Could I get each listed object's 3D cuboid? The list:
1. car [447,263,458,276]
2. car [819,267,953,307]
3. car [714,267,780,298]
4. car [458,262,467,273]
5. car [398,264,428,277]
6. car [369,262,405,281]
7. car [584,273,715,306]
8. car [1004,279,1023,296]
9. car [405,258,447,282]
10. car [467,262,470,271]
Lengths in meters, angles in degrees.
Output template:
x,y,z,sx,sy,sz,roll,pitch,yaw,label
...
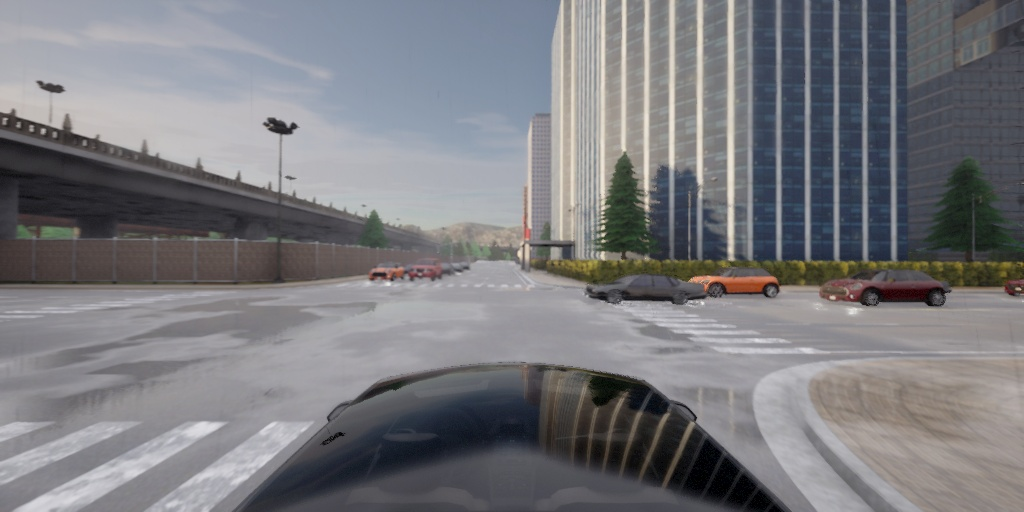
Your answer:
x,y,z,sx,sy,sz,roll,pitch,yaw,label
-8.018,1.586,43.013,1.882,1.535,5.008,0,-1,-1,car
17.520,1.417,17.138,4.553,1.767,2.097,0,-1,-1,car
12.541,1.420,20.542,4.553,1.767,2.097,0,-1,-1,car
-8.181,1.724,52.333,1.812,1.442,4.674,0,-1,-1,car
-11.490,1.626,42.194,2.033,1.411,5.357,0,-1,0,car
-11.328,1.338,32.730,2.097,1.767,4.553,0,-1,-1,car
6.210,1.529,16.912,5.357,1.411,2.033,1,-1,-1,car
31.979,1.669,20.901,5.008,1.535,1.882,0,-1,-1,car
-7.805,1.232,33.017,2.150,2.045,5.566,0,-1,-1,car
-8.346,1.775,62.438,1.882,1.535,5.008,0,-1,-1,car
